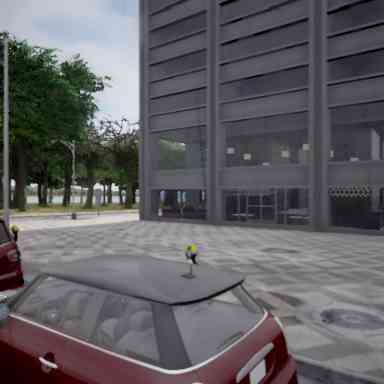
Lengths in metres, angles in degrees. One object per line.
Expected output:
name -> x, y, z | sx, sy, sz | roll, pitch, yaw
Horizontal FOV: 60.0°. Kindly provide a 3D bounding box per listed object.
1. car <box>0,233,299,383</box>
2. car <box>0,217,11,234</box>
car -> -1.066, 1.448, 3.721 | 4.097, 1.590, 1.967 | 0, 0, 35
car -> -5.494, 1.338, 6.878 | 5.009, 1.841, 2.192 | 0, 0, 35
